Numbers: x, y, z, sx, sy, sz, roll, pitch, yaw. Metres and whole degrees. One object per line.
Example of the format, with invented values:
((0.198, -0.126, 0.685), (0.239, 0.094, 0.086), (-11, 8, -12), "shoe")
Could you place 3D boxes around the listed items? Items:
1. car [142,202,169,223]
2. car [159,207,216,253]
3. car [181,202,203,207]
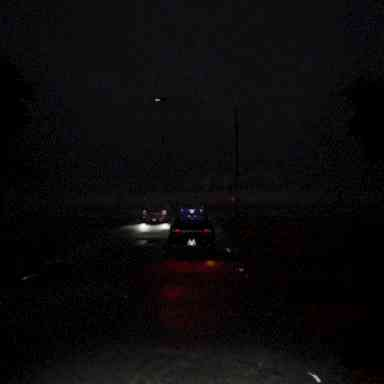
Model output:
((-3.020, 1.657, 28.666), (2.097, 1.767, 4.553), (0, 0, 0), "car")
((-0.004, 1.638, 14.299), (2.128, 1.511, 4.902), (0, -1, 0), "car")
((0.000, 1.662, 29.069), (2.097, 1.767, 4.553), (0, -1, 1), "car")
